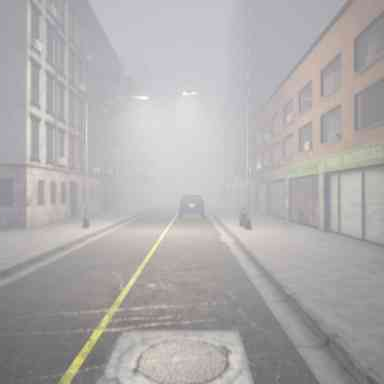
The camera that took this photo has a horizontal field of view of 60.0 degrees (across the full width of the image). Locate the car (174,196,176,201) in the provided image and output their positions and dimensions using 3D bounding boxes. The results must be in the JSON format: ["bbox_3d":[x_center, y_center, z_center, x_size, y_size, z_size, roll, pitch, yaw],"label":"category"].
[{"bbox_3d":[-3.007,1.326,75.579,1.837,1.490,4.892,0,0,0],"label":"car"}]

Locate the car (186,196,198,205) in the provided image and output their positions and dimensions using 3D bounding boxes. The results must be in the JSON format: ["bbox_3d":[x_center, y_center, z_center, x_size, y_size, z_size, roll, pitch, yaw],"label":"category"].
[{"bbox_3d":[-0.005,1.458,58.145,1.882,1.535,5.008,0,0,0],"label":"car"}]

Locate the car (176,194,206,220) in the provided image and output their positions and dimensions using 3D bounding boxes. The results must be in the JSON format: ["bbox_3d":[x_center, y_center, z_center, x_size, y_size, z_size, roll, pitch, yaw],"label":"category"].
[{"bbox_3d":[-0.001,1.197,28.616,2.150,2.045,5.566,0,0,0],"label":"car"}]
